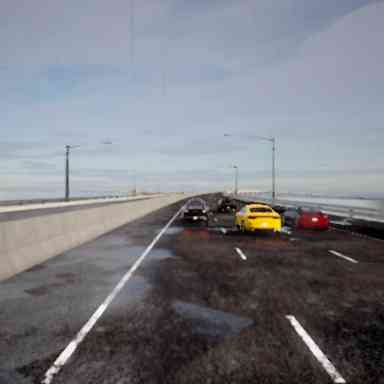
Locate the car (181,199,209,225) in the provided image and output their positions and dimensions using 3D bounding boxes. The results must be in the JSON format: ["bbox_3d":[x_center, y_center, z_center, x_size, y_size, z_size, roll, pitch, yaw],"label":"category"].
[{"bbox_3d":[0.235,1.492,24.086,2.128,1.511,4.902,0,0,1],"label":"car"}]

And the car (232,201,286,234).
[{"bbox_3d":[3.692,1.481,19.245,1.882,1.535,5.008,0,0,0],"label":"car"}]

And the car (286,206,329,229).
[{"bbox_3d":[7.212,1.569,21.498,1.994,1.385,4.181,0,0,1],"label":"car"}]

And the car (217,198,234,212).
[{"bbox_3d":[3.905,1.475,37.853,1.882,1.535,5.008,0,0,1],"label":"car"}]
